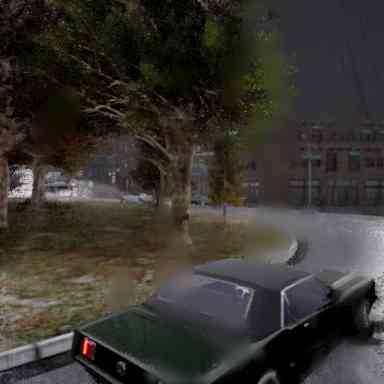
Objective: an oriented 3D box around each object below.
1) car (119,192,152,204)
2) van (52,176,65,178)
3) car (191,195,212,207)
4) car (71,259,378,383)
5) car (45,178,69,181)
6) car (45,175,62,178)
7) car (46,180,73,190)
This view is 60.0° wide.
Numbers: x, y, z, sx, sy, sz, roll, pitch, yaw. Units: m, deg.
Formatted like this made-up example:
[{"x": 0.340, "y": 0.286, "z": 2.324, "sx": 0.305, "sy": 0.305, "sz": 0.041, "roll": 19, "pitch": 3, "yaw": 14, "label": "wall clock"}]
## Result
[{"x": -7.541, "y": 0.771, "z": 44.631, "sx": 4.674, "sy": 1.442, "sz": 1.812, "roll": 3, "pitch": 0, "yaw": 23, "label": "car"}, {"x": -31.419, "y": -2.207, "z": 78.837, "sx": 4.442, "sy": 1.987, "sz": 1.878, "roll": -2, "pitch": 6, "yaw": -45, "label": "van"}, {"x": 0.826, "y": 1.088, "z": 43.377, "sx": 4.902, "sy": 1.511, "sz": 2.128, "roll": 3, "pitch": 2, "yaw": 41, "label": "car"}, {"x": 0.968, "y": 1.633, "z": 4.627, "sx": 1.895, "sy": 1.301, "sz": 4.718, "roll": -1, "pitch": -1, "yaw": 44, "label": "car"}, {"x": -30.374, "y": -1.716, "z": 75.881, "sx": 5.366, "sy": 1.575, "sz": 1.946, "roll": -1, "pitch": 6, "yaw": -44, "label": "car"}, {"x": -32.784, "y": -2.492, "z": 81.483, "sx": 5.566, "sy": 2.045, "sz": 2.435, "roll": -2, "pitch": 6, "yaw": -45, "label": "car"}, {"x": -27.715, "y": -1.189, "z": 70.499, "sx": 4.892, "sy": 1.521, "sz": 2.231, "roll": -1, "pitch": 6, "yaw": -44, "label": "car"}]
